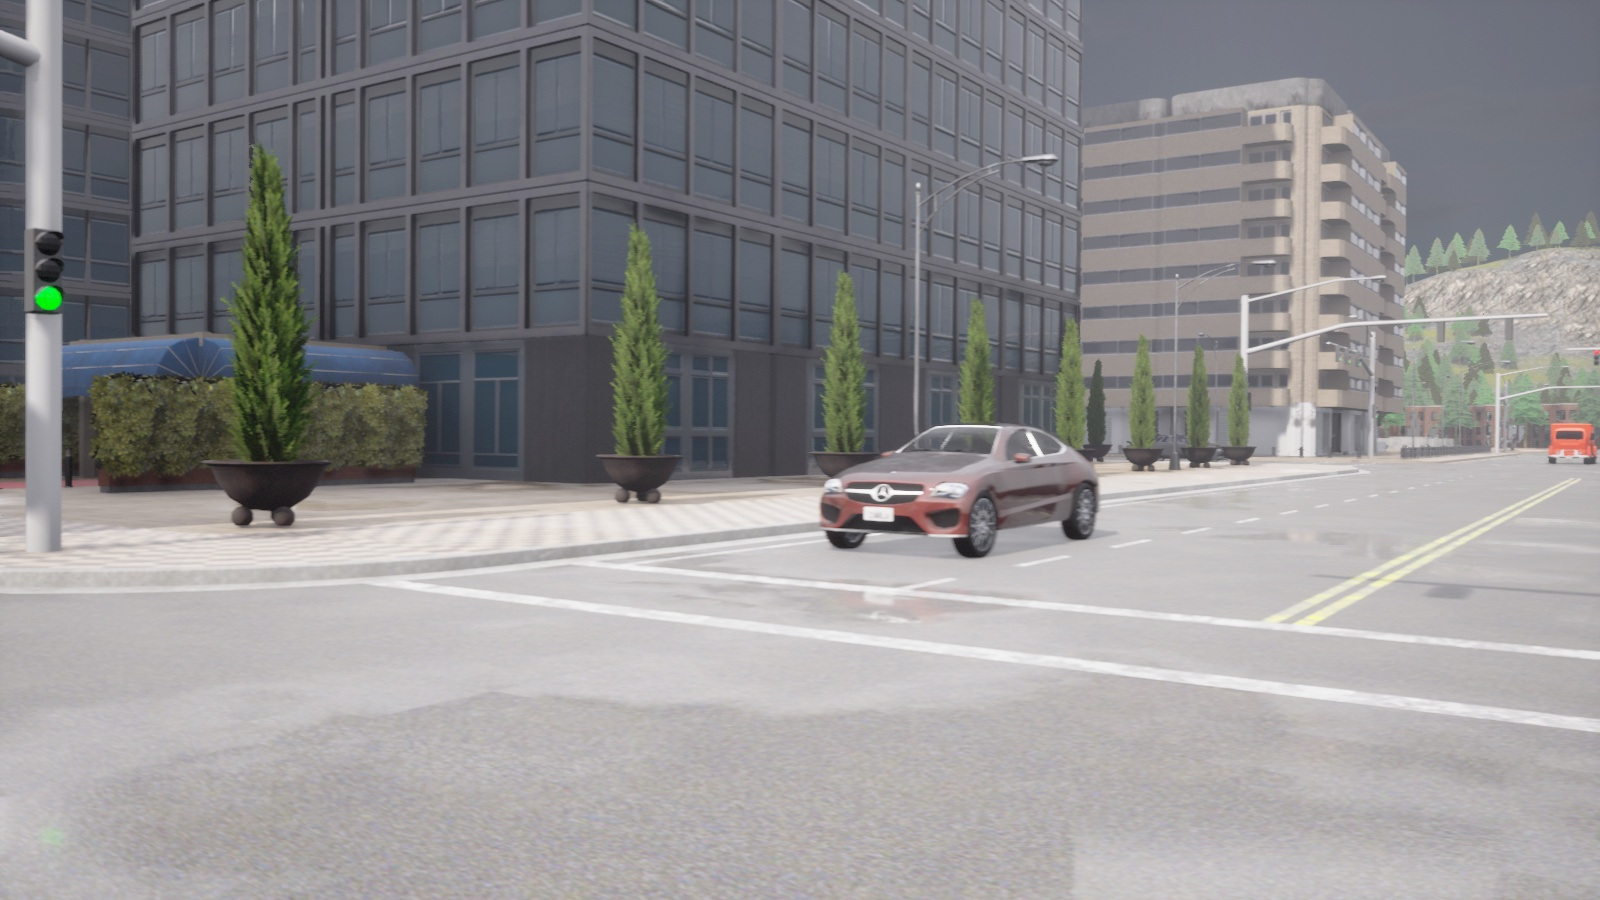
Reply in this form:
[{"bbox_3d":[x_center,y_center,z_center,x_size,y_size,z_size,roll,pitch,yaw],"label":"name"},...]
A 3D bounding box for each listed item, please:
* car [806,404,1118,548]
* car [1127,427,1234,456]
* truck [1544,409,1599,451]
[{"bbox_3d":[2.390,0.255,17.053,2.152,1.651,5.027,0,1,34],"label":"car"},{"bbox_3d":[19.908,-0.445,65.757,4.902,1.511,2.128,0,1,34],"label":"car"},{"bbox_3d":[47.293,-1.234,76.950,2.627,2.467,5.204,0,1,34],"label":"truck"}]
